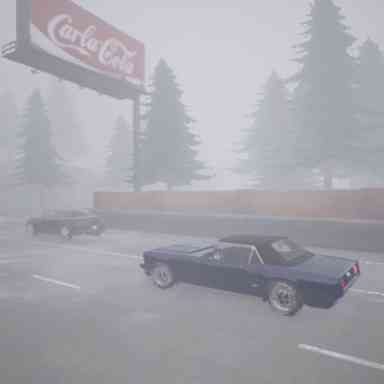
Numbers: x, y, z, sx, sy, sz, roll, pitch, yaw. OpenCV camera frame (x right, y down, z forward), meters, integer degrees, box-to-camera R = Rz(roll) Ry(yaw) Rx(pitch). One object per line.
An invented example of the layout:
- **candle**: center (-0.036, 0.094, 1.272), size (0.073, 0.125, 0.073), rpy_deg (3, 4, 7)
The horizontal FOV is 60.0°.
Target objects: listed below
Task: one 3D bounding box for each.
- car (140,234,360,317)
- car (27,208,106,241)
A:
- **car**: center (1.058, 1.621, 7.532), size (4.718, 1.301, 1.895), rpy_deg (0, 0, 35)
- **car**: center (-6.643, 1.566, 17.311), size (5.008, 1.535, 1.882), rpy_deg (0, 0, 35)
